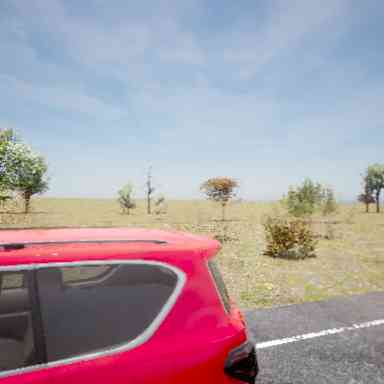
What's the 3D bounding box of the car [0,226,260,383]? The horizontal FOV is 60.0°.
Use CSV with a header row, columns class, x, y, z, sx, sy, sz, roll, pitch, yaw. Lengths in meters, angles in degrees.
class,x,y,z,sx,sy,sz,roll,pitch,yaw
car,-2.209,1.317,2.138,5.566,2.045,2.150,1,-2,-22
